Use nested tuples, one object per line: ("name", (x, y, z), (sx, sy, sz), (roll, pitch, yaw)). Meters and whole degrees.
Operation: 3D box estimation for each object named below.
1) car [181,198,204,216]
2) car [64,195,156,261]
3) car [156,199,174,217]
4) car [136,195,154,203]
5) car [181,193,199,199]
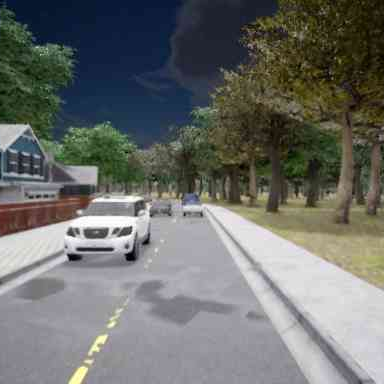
("car", (0.105, 1.554, 31.654), (1.895, 1.301, 4.718), (0, 0, 0))
("car", (-2.847, 1.199, 12.511), (2.150, 2.045, 5.566), (0, 0, 0))
("car", (-2.755, 1.461, 31.029), (1.837, 1.490, 4.892), (0, 0, 0))
("car", (-9.221, 1.360, 64.936), (1.837, 1.490, 4.892), (1, 0, -27))
("car", (-0.220, 1.161, 44.069), (2.150, 2.045, 5.566), (0, 0, -4))
